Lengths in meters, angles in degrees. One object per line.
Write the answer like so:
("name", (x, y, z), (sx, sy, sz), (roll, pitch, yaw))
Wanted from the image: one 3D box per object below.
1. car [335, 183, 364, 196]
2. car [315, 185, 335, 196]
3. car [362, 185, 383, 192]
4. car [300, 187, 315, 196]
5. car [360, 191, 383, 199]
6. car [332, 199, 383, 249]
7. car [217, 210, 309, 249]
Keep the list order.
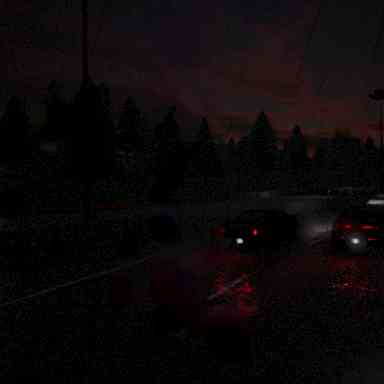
("car", (25.462, -0.399, 52.622), (5.566, 2.045, 2.150), (-4, 2, -40))
("car", (22.919, -0.238, 55.050), (4.553, 1.767, 2.097), (-3, 2, -40))
("car", (27.887, -0.113, 50.097), (4.674, 1.442, 1.812), (-3, 2, -40))
("car", (20.548, -0.069, 57.616), (4.892, 1.490, 1.837), (-4, 2, -40))
("car", (14.470, 0.874, 24.514), (4.674, 1.442, 1.812), (-3, 1, -41))
("car", (6.673, 1.214, 12.252), (1.837, 1.490, 4.892), (-1, 1, 40))
("car", (3.067, 1.365, 13.407), (1.895, 1.301, 4.718), (-1, 1, 39))
